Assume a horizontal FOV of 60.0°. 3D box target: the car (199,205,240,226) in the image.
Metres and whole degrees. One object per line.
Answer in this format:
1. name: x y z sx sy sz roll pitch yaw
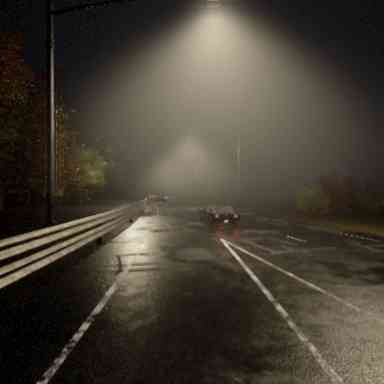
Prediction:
1. car: 1.776 1.583 23.400 1.895 1.301 4.718 0 0 -11

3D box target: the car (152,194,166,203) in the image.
1. car: -6.345 1.375 66.908 2.033 1.411 5.357 0 0 -11

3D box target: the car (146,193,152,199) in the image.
1. car: -10.977 1.197 91.695 1.882 1.535 5.008 0 0 -11
